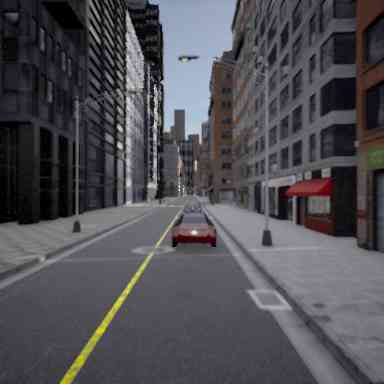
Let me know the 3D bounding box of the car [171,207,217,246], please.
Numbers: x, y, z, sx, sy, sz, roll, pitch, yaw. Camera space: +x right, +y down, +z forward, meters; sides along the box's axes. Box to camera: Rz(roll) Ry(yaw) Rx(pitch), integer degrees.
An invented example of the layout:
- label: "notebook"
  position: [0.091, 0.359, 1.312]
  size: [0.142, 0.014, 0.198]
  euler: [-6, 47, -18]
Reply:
- label: "car"
  position: [0.093, 1.637, 15.620]
  size: [1.994, 1.385, 4.181]
  euler: [0, 0, 0]

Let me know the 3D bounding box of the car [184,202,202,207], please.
- label: "car"
  position: [0.091, 1.709, 35.065]
  size: [2.033, 1.411, 5.357]
  euler: [0, 0, 0]
